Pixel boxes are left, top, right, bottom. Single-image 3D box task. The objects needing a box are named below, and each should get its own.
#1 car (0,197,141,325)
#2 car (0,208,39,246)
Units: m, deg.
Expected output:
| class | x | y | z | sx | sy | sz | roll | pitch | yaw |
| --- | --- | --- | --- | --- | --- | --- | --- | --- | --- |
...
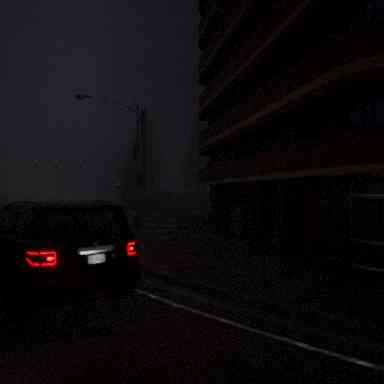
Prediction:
| class | x | y | z | sx | sy | sz | roll | pitch | yaw |
| --- | --- | --- | --- | --- | --- | --- | --- | --- | --- |
| car | -3.271 | 1.214 | 7.510 | 2.150 | 2.045 | 5.566 | 0 | -1 | -40 |
| car | -8.473 | 1.558 | 15.906 | 1.994 | 1.385 | 4.181 | 0 | 0 | -26 |
